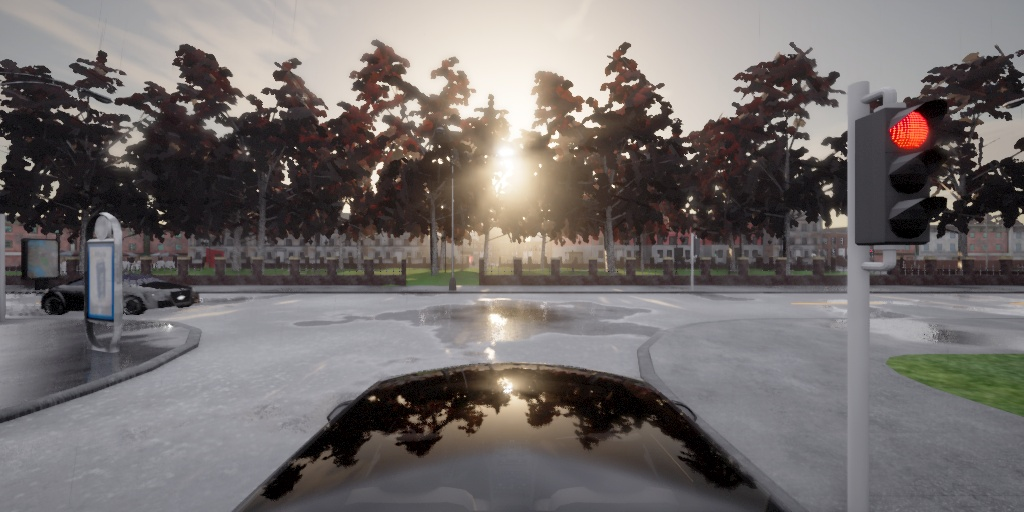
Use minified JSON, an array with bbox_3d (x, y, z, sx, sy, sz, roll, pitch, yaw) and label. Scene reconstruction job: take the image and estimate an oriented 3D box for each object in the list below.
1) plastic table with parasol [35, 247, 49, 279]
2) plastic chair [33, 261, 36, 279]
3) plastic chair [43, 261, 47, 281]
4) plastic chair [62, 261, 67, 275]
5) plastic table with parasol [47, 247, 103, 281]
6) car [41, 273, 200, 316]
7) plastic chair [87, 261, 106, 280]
[{"bbox_3d":[-43.616,0.620,34.871,2.482,2.480,2.482,0,0,-39],"label":"plastic table with parasol"},{"bbox_3d":[-44.624,1.295,34.121,0.730,1.272,0.750,0,0,-41],"label":"plastic chair"},{"bbox_3d":[-40.225,1.293,31.484,0.730,1.272,0.750,0,0,-40],"label":"plastic chair"},{"bbox_3d":[-38.292,1.306,31.256,0.750,1.272,0.730,0,0,-35],"label":"plastic chair"},{"bbox_3d":[-39.195,0.694,32.229,2.482,2.480,2.482,0,0,-40],"label":"plastic table with parasol"},{"bbox_3d":[-13.857,1.314,12.855,4.181,1.385,1.994,0,0,0],"label":"car"},{"bbox_3d":[-38.197,1.296,32.962,0.730,1.272,0.750,0,0,-40],"label":"plastic chair"}]
